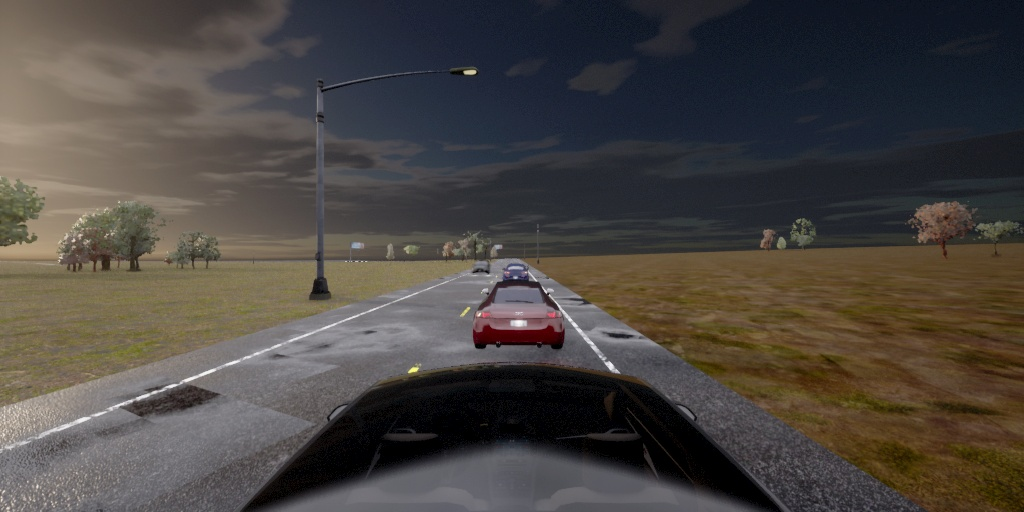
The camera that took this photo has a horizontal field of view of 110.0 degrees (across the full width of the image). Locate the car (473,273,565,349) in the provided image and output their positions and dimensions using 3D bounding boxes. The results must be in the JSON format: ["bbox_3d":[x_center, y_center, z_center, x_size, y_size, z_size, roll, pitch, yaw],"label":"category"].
[{"bbox_3d":[0.155,1.316,9.169,1.994,1.385,4.181,0,0,1],"label":"car"}]

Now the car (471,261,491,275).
[{"bbox_3d":[-3.309,1.261,39.358,1.837,1.490,4.892,0,0,0],"label":"car"}]

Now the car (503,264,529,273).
[{"bbox_3d":[0.292,1.281,26.460,1.812,1.442,4.674,0,0,1],"label":"car"}]
